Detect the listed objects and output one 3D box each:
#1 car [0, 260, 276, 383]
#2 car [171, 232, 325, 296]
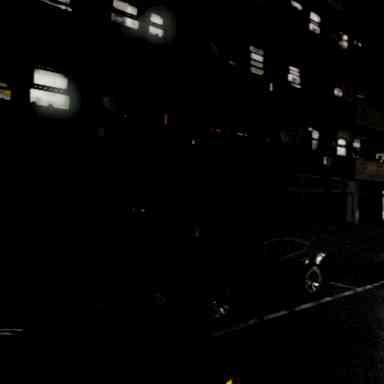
[{"bbox_3d":[-2.068,1.539,1.905,5.357,1.411,2.033,1,0,-36],"label":"car"},{"bbox_3d":[1.202,1.623,7.406,4.313,1.339,1.947,1,1,-35],"label":"car"}]
